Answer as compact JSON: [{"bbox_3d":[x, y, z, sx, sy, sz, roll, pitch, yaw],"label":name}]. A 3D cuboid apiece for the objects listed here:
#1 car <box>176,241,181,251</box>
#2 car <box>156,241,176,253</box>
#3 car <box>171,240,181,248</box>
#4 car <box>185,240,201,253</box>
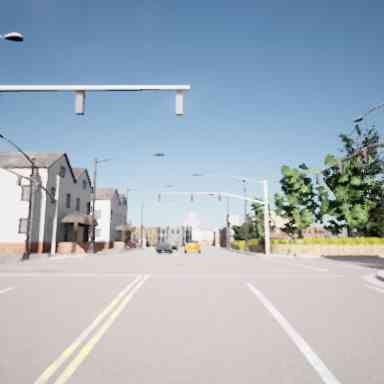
[{"bbox_3d":[-3.548,9.763,59.203,1.895,1.301,4.718,0,-9,1],"label":"car"},{"bbox_3d":[-3.592,7.249,43.365,2.033,1.411,5.357,0,-9,0],"label":"car"},{"bbox_3d":[-3.511,11.656,74.307,2.097,1.767,4.553,0,-9,0],"label":"car"},{"bbox_3d":[0.093,7.459,45.990,2.097,1.767,4.553,0,-9,0],"label":"car"}]
